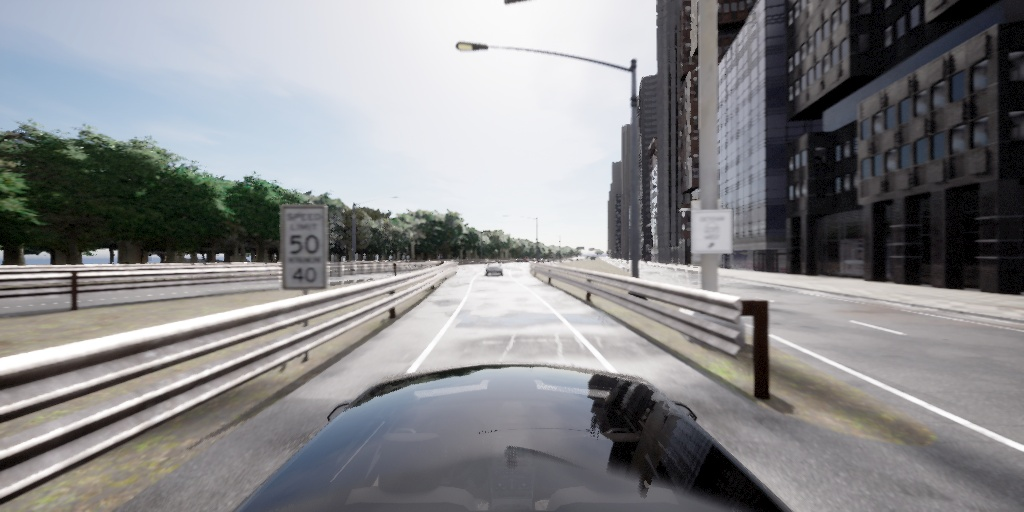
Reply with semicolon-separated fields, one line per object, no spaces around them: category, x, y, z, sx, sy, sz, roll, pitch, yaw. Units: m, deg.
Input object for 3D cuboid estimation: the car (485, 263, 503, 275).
car;-1.897;1.415;39.114;1.895;1.301;4.718;0;0;-1
